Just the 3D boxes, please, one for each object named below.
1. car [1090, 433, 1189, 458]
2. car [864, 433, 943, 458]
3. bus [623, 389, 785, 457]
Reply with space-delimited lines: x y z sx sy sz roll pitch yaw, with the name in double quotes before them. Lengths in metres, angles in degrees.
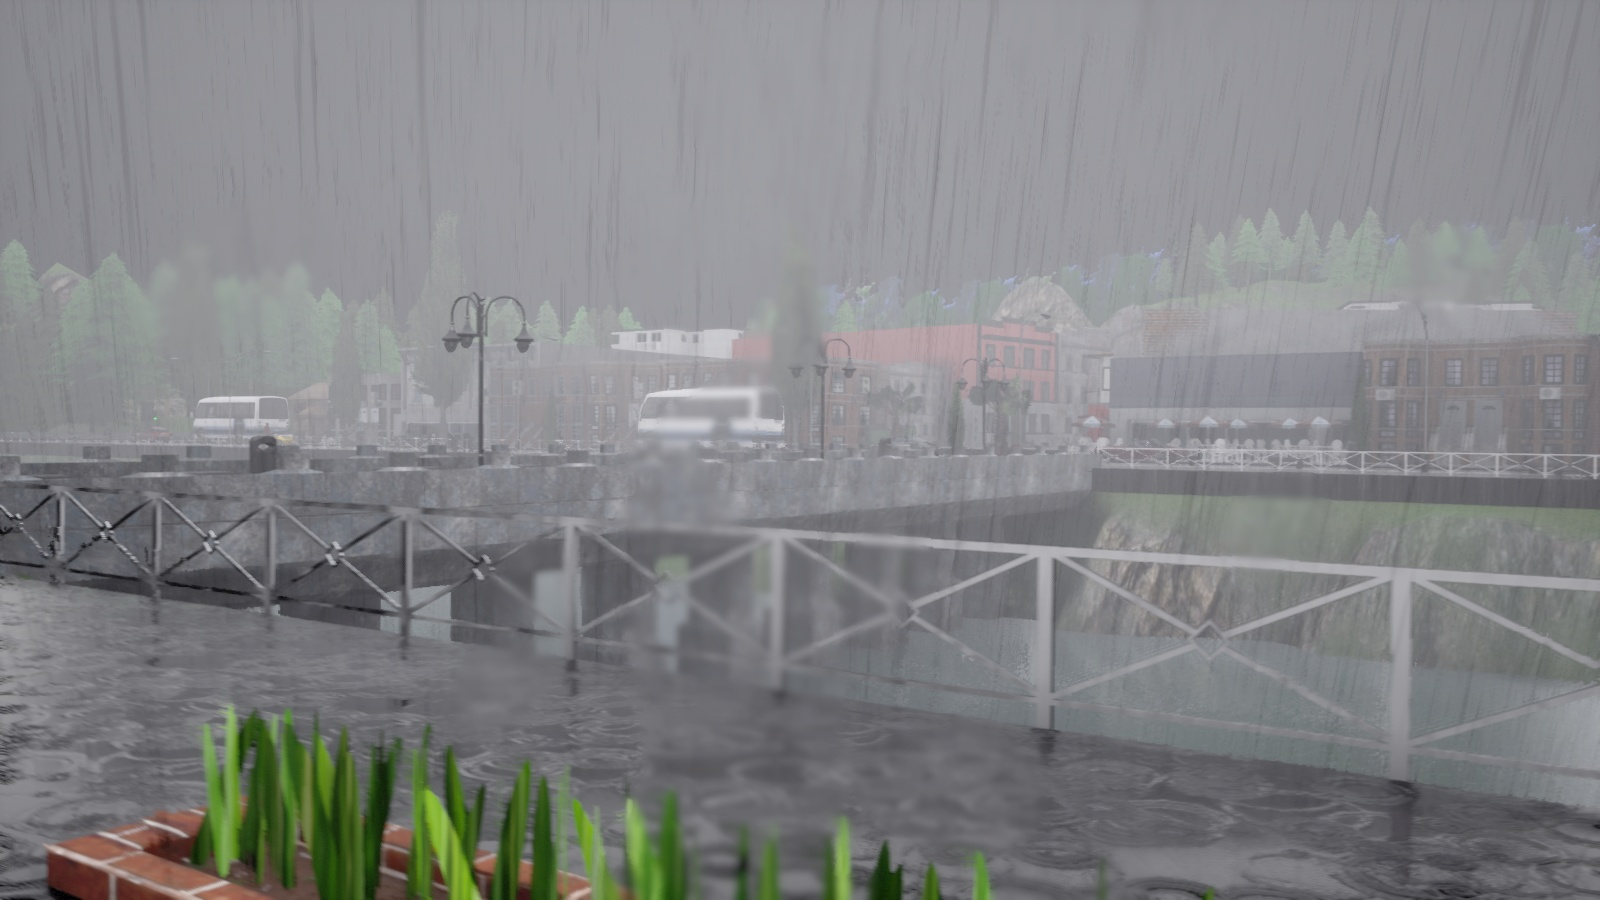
"car" 17.929 -0.236 66.359 4.718 1.301 1.895 0 1 34
"car" 6.125 -0.273 74.196 4.181 1.385 1.994 0 1 34
"bus" -6.392 -1.713 82.483 10.273 4.253 3.944 0 1 34
